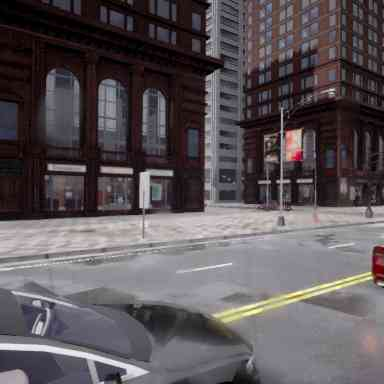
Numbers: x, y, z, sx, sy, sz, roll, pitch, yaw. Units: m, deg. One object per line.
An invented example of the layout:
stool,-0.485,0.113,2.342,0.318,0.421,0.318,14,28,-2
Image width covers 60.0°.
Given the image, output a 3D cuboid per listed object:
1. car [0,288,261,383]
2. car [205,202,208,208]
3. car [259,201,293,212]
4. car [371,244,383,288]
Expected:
car,-1.602,1.492,2.303,4.902,1.511,2.128,0,0,-35
car,0.727,1.801,54.874,1.812,1.442,4.674,1,-1,-35
car,10.366,1.763,41.304,1.994,1.385,4.181,1,-1,-35
car,6.227,1.488,7.875,5.008,1.535,1.882,0,0,-35
